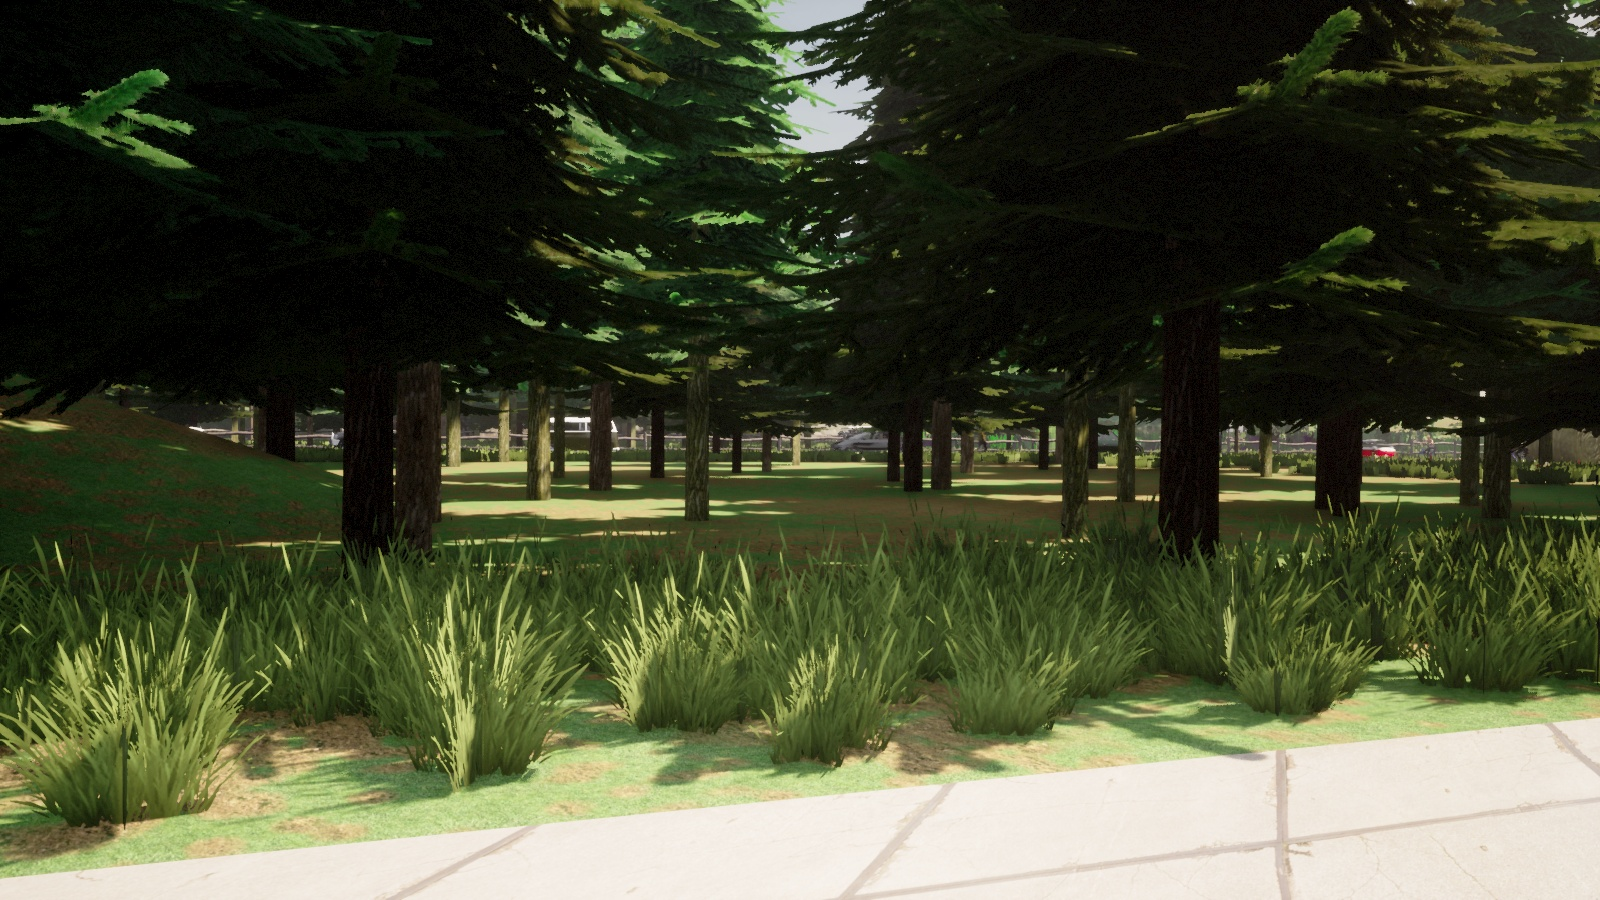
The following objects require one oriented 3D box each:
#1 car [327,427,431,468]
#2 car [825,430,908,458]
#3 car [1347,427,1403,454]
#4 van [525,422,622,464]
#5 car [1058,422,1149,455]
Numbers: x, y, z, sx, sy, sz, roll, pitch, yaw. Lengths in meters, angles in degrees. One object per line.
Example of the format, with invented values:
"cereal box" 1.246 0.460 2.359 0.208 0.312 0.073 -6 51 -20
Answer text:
"car" -20.162 -0.146 60.132 4.605 1.855 1.932 -1 1 -21
"car" 3.660 -0.360 69.207 4.193 1.474 1.816 -1 1 -20
"car" 30.196 -0.520 65.961 1.481 1.376 2.207 -1 1 -28
"van" -11.461 -0.387 63.432 4.480 2.038 2.069 -1 1 -21
"car" 16.966 -0.678 70.239 4.553 1.767 2.097 -1 1 -19
